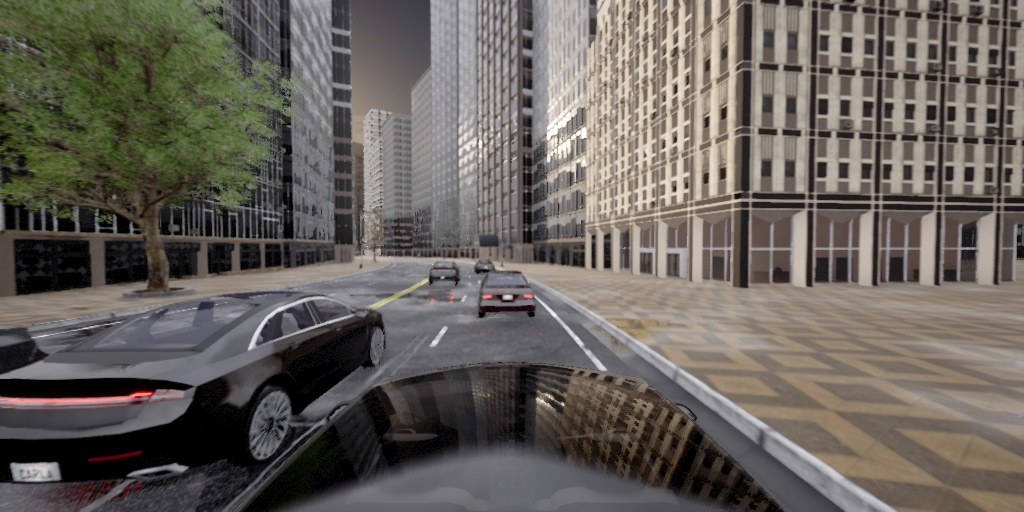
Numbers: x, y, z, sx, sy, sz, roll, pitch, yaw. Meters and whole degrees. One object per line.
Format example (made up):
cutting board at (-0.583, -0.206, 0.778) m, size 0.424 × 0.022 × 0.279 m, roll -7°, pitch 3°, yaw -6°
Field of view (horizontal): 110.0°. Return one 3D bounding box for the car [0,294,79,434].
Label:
car at (-6.640, 1.261, 2.294) m, size 1.837 × 1.490 × 4.892 m, roll 0°, pitch 0°, yaw 0°

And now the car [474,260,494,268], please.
car at (-2.849, 1.044, 36.919) m, size 1.994 × 1.385 × 4.181 m, roll 0°, pitch 0°, yaw -9°

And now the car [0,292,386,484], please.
car at (-3.253, 1.223, 4.841) m, size 2.128 × 1.511 × 4.902 m, roll 0°, pitch 0°, yaw -1°

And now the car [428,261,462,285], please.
car at (-4.428, 1.080, 24.033) m, size 2.128 × 1.511 × 4.902 m, roll 0°, pitch 0°, yaw -6°

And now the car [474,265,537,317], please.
car at (-0.256, 1.211, 12.783) m, size 2.033 × 1.411 × 5.357 m, roll 0°, pitch 0°, yaw -3°
